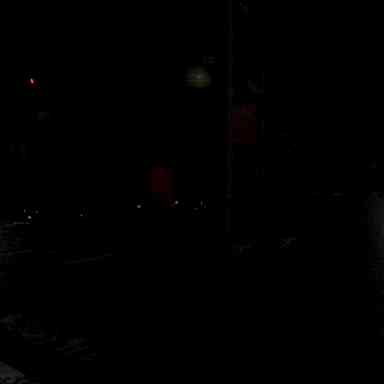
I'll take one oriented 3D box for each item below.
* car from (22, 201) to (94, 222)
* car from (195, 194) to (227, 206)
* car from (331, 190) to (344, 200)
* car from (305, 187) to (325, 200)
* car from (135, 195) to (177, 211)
[{"bbox_3d":[-9.394,1.313,23.595,1.895,1.301,4.718,0,1,35],"label":"car"},{"bbox_3d":[2.373,0.955,40.476,1.895,1.301,4.718,0,1,35],"label":"car"},{"bbox_3d":[23.894,0.495,53.988,1.837,1.490,4.892,0,1,35],"label":"car"},{"bbox_3d":[20.045,0.240,54.149,2.150,2.045,5.566,0,1,35],"label":"car"},{"bbox_3d":[-3.411,1.020,32.182,2.128,1.511,4.902,0,1,35],"label":"car"}]
